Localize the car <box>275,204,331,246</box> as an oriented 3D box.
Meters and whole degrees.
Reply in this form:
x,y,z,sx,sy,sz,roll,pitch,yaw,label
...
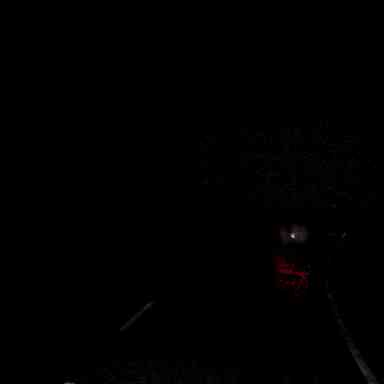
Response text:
x,y,z,sx,sy,sz,roll,pitch,yaw,label
5.218,1.529,15.652,1.837,1.490,4.892,0,0,27,car

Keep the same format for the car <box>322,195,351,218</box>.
x,y,z,sx,sy,sz,roll,pitch,yaw,label
13.724,1.297,31.657,2.150,2.045,5.566,1,0,28,car
